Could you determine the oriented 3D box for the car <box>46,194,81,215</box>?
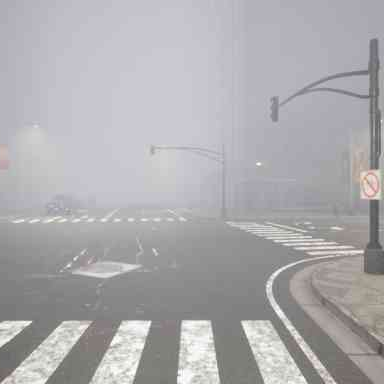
[{"bbox_3d":[-13.306,1.239,34.212,2.150,2.045,5.566,0,0,-9],"label":"car"}]

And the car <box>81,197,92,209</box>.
[{"bbox_3d":[-14.914,1.591,44.072,1.994,1.385,4.181,0,0,-10],"label":"car"}]

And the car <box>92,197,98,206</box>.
[{"bbox_3d":[-16.518,1.516,54.104,1.882,1.535,5.008,0,0,-9],"label":"car"}]
